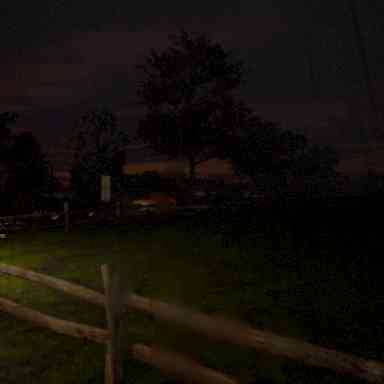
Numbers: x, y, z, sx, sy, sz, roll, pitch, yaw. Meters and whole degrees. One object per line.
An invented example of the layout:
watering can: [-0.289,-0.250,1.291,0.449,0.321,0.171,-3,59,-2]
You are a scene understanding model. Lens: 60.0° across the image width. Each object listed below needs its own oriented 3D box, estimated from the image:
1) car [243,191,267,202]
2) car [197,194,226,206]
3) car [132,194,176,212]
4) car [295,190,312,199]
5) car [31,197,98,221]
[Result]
car: [9.265,0.631,48.991,1.882,1.535,5.008,0,1,37]
car: [2.332,0.912,39.724,1.994,1.385,4.181,0,1,38]
car: [-3.570,0.994,31.803,1.882,1.535,5.008,0,1,37]
car: [19.335,0.457,57.717,1.837,1.490,4.892,0,1,36]
car: [-9.174,1.185,24.257,1.837,1.490,4.892,0,1,37]
